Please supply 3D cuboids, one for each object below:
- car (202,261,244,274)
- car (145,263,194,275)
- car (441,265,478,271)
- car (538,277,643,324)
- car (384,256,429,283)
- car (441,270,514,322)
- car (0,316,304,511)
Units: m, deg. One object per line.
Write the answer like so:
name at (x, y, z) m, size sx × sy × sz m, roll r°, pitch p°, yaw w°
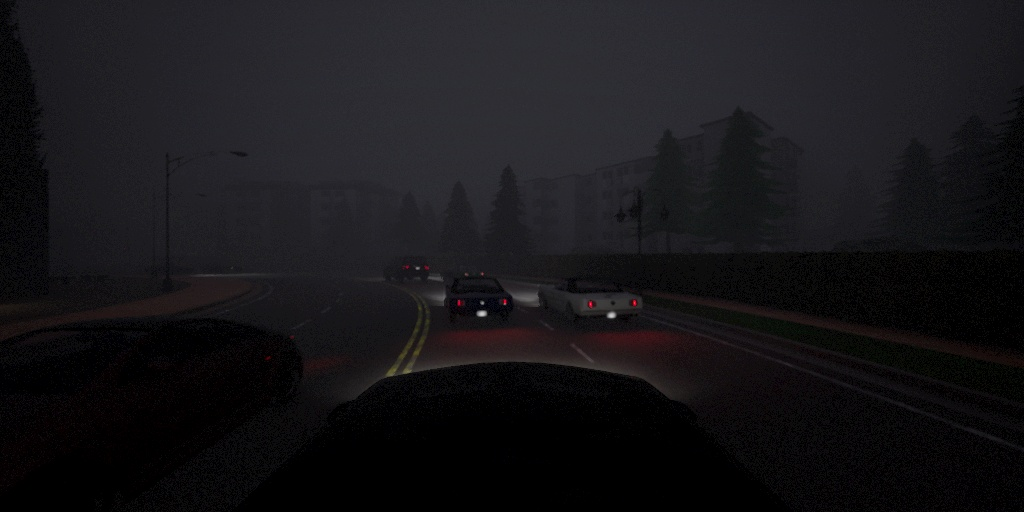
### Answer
car at (-34.172, 1.321, 42.446) m, size 5.008 × 1.535 × 1.882 m, roll -1°, pitch 0°, yaw 16°
car at (-38.047, 1.457, 39.900) m, size 4.718 × 1.301 × 1.895 m, roll 0°, pitch 0°, yaw 13°
car at (-3.887, 1.359, 27.617) m, size 1.895 × 1.301 × 4.718 m, roll 0°, pitch 0°, yaw -31°
car at (2.308, 1.343, 12.051) m, size 1.895 × 1.301 × 4.718 m, roll 0°, pitch 0°, yaw -11°
car at (-8.333, 0.992, 28.112) m, size 2.150 × 2.045 × 5.566 m, roll 0°, pitch 0°, yaw -34°
car at (-1.334, 1.353, 12.375) m, size 1.895 × 1.301 × 4.718 m, roll 0°, pitch 0°, yaw -12°
car at (-3.887, 1.325, 3.412) m, size 1.994 × 1.385 × 4.181 m, roll 0°, pitch 0°, yaw -4°
